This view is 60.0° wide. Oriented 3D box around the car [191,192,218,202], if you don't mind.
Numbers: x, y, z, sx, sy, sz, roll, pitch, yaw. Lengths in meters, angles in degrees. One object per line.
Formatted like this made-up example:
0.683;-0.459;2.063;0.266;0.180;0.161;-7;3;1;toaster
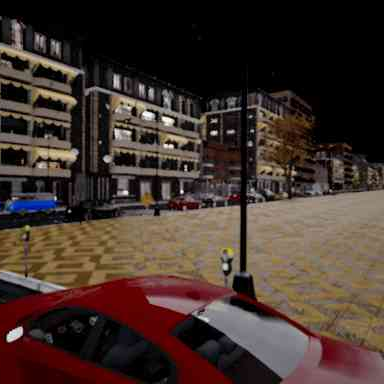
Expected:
1.990;0.768;51.585;2.008;1.369;4.403;2;2;35;car

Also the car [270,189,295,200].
15.320;0.648;56.105;1.752;1.417;4.829;2;2;35;car

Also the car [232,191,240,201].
7.286;0.608;49.167;2.097;1.767;4.553;1;1;35;car

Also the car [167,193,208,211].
-0.641;1.104;33.080;1.887;1.381;4.507;2;2;35;car

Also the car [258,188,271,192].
12.791;0.457;57.195;2.097;1.767;4.553;1;1;35;car

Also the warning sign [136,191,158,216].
-3.368;0.827;25.011;1.300;1.860;1.060;0;0;35;warning sign

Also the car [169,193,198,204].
-1.182;0.870;47.009;1.947;1.339;4.313;2;2;35;car

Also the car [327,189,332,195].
34.259;0.051;83.423;1.967;1.590;4.097;2;2;35;car

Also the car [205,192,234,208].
2.532;1.023;37.657;2.008;1.369;4.403;2;2;35;car

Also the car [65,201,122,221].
-6.985;1.301;23.928;1.947;1.339;4.313;2;2;35;car

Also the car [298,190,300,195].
27.371;0.075;88.200;1.887;1.381;4.507;2;2;35;car

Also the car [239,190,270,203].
8.877;0.849;46.811;2.008;1.369;4.403;2;2;35;car

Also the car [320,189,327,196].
27.913;0.333;74.272;2.008;1.369;4.403;2;2;35;car

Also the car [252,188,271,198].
14.684;0.187;69.887;2.192;1.841;5.009;2;2;35;car

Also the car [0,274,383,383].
-0.593;1.541;3.289;4.507;1.381;1.887;0;1;36;car

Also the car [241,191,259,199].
11.412;0.486;65.175;1.752;1.417;4.829;2;2;35;car

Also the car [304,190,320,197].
24.741;0.418;69.696;2.008;1.369;4.403;2;2;35;car

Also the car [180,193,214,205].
0.746;0.882;45.240;2.033;1.411;5.357;1;1;35;car

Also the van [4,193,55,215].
-13.870;0.996;28.695;1.690;1.788;3.998;2;2;35;van

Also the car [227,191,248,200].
8.335;0.610;60.740;1.947;1.339;4.313;2;2;35;car

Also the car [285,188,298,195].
24.201;-0.069;83.616;2.192;1.841;5.009;2;2;35;car
